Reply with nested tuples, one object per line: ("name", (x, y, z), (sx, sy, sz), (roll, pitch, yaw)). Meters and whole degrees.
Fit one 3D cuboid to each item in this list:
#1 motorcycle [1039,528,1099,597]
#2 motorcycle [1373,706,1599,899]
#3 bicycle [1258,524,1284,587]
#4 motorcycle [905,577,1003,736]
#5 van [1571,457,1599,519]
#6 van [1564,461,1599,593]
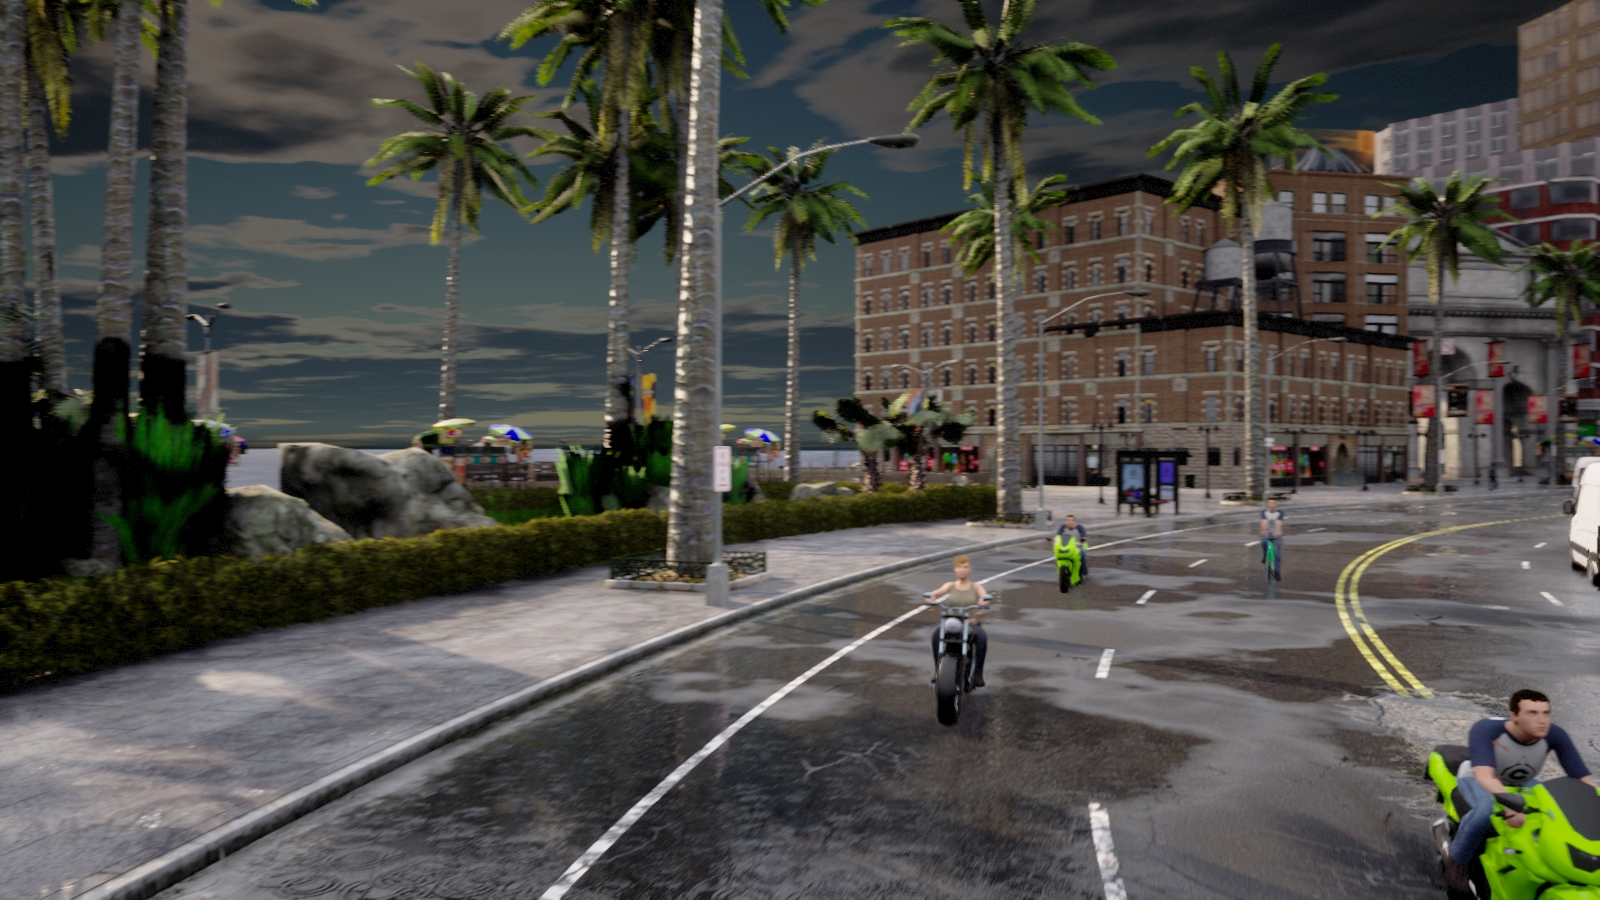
("motorcycle", (5.407, 2.221, 22.865), (0.803, 1.145, 2.033), (0, 0, 24))
("motorcycle", (3.913, 2.218, 6.243), (0.803, 1.145, 2.033), (1, 0, 9))
("bicycle", (10.019, 2.219, 24.276), (0.373, 1.196, 1.643), (0, 0, 27))
("motorcycle", (1.724, 2.172, 12.476), (0.764, 1.277, 2.356), (0, 0, 15))
("van", (35.242, 1.581, 49.144), (5.915, 2.561, 1.988), (0, 0, -41))
("van", (18.127, 1.558, 24.844), (1.988, 2.561, 5.915), (0, 0, 29))
